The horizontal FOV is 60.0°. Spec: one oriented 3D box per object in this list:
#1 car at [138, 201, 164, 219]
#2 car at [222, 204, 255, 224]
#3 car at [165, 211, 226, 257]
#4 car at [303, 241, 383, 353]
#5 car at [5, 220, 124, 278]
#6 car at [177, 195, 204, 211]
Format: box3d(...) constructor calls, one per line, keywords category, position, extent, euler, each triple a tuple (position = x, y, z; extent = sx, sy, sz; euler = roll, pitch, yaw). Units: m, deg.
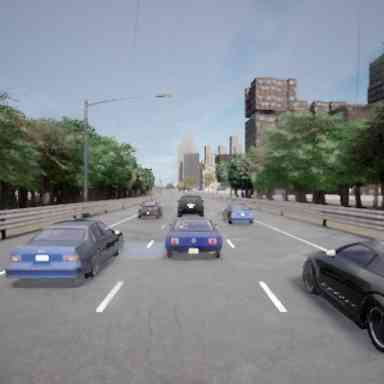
box3d(category="car", position=(-3.635, 1.541, 29.839), extent=(2.128, 1.511, 4.902), euler=(0, 0, -1))
box3d(category="car", position=(3.428, 1.587, 25.190), extent=(2.033, 1.411, 5.357), euler=(0, 0, -1))
box3d(category="car", position=(0.039, 1.619, 12.963), extent=(1.895, 1.301, 4.718), euler=(0, 0, -1))
box3d(category="car", position=(3.563, 1.573, 6.090), extent=(1.994, 1.385, 4.181), euler=(0, 0, 0))
box3d(category="car", position=(-3.439, 1.562, 10.113), extent=(2.033, 1.411, 5.357), euler=(0, 0, 0))
box3d(category="car", position=(-0.118, 1.268, 28.883), extent=(2.150, 2.045, 5.566), euler=(0, 0, -1))
